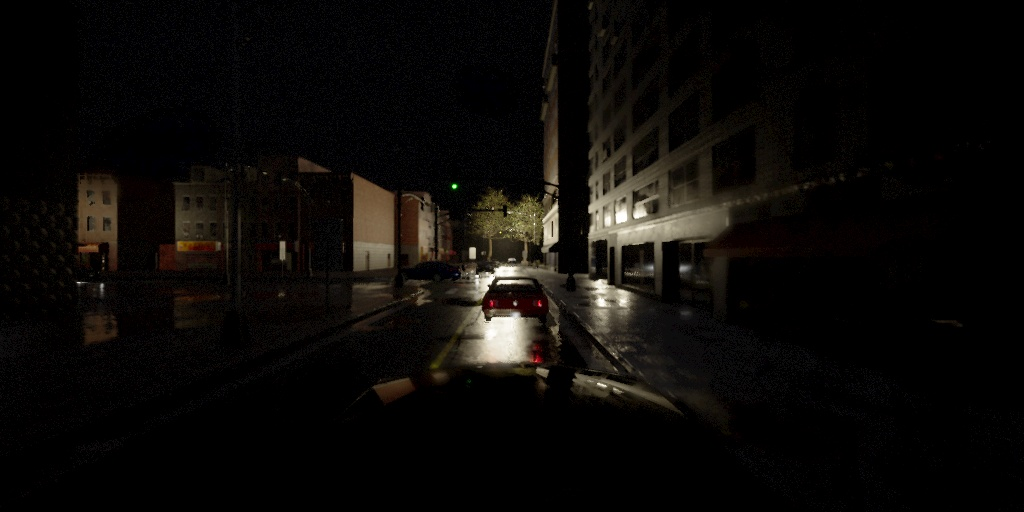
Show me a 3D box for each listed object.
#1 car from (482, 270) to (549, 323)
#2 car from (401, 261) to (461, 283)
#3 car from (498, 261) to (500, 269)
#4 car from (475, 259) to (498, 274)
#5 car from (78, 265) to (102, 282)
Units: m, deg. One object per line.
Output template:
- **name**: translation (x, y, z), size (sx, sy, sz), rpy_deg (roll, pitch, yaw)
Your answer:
- **car**: translation (0.099, 1.331, 12.056), size (1.895, 1.301, 4.718), rpy_deg (0, 0, 0)
- **car**: translation (-6.222, 1.166, 26.803), size (5.008, 1.535, 1.882), rpy_deg (0, -1, 25)
- **car**: translation (-2.793, 1.184, 53.272), size (1.837, 1.490, 4.892), rpy_deg (0, 0, 1)
- **car**: translation (-2.835, 1.220, 39.605), size (1.812, 1.442, 4.674), rpy_deg (0, 0, 1)
- **car**: translation (-31.233, 1.105, 24.600), size (4.892, 1.490, 1.837), rpy_deg (0, 0, 0)
